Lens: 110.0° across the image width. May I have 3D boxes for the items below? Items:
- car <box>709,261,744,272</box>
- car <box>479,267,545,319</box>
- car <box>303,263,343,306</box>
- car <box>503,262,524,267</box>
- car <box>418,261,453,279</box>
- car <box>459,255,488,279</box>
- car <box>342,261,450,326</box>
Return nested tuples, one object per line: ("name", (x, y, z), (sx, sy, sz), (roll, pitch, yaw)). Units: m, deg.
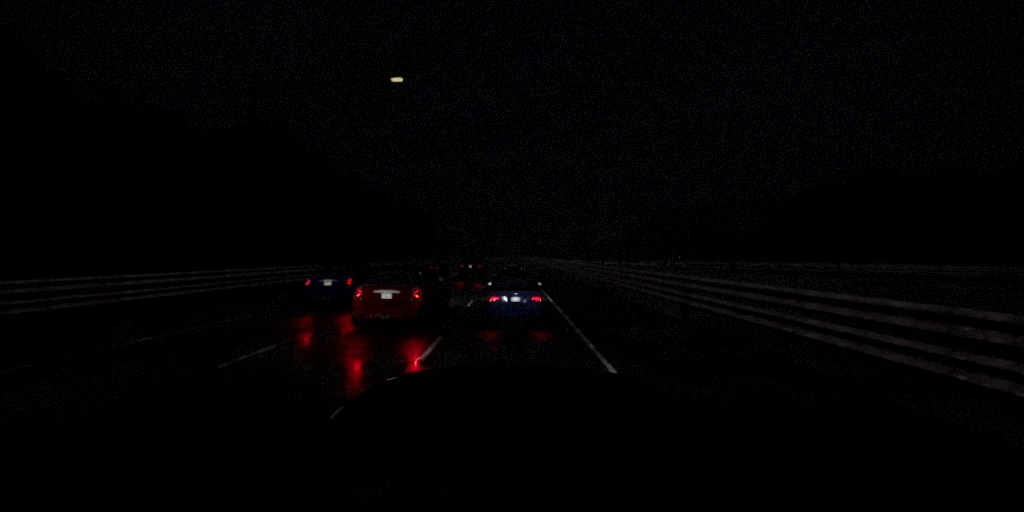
("car", (30.356, 1.435, 50.504), (2.163, 1.488, 4.792), (0, 0, -28))
("car", (0.102, 1.283, 12.767), (2.033, 1.411, 5.357), (0, 0, 0))
("car", (-6.906, 1.053, 15.555), (2.097, 1.767, 4.553), (0, 0, 0))
("car", (0.101, 1.249, 33.848), (1.812, 1.442, 4.674), (0, 0, 0))
("car", (-6.901, 1.215, 32.866), (2.128, 1.511, 4.902), (0, 0, 0))
("car", (-3.399, 0.945, 32.028), (2.150, 2.045, 5.566), (0, 0, 0))
("car", (-3.383, 1.077, 11.796), (2.097, 1.767, 4.553), (1, 1, 0))
